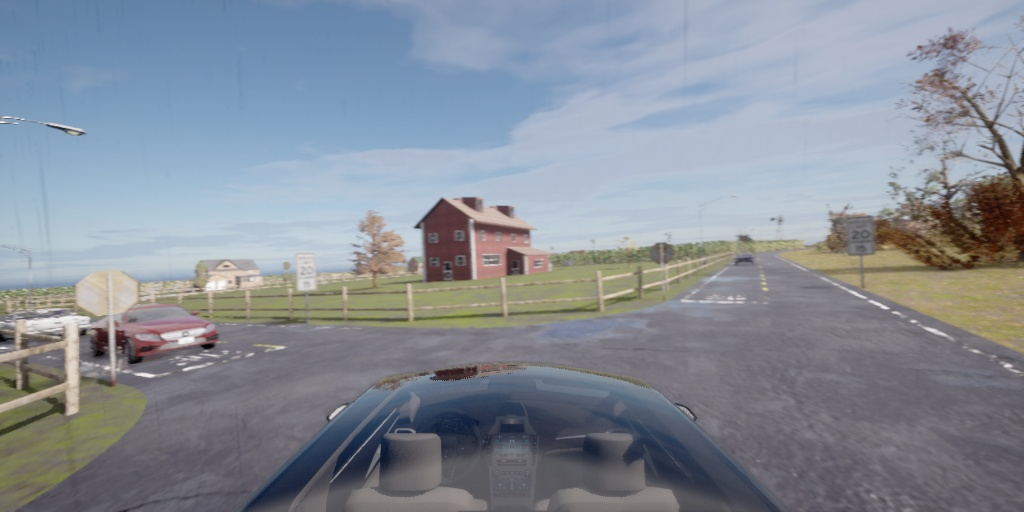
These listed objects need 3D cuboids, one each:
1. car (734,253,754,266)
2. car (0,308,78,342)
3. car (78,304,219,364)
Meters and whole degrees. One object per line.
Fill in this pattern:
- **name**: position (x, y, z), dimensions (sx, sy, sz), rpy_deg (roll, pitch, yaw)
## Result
- **car**: position (25.710, 0.278, 39.704), dimensions (1.895, 1.301, 4.718), rpy_deg (-3, -1, 34)
- **car**: position (-20.766, 3.020, 15.847), dimensions (4.718, 1.301, 1.895), rpy_deg (-4, -1, 27)
- **car**: position (-10.880, 2.188, 10.810), dimensions (4.674, 1.442, 1.812), rpy_deg (-4, -1, 28)
